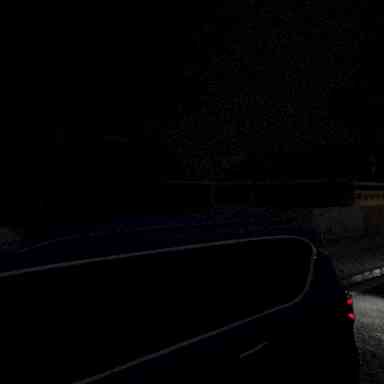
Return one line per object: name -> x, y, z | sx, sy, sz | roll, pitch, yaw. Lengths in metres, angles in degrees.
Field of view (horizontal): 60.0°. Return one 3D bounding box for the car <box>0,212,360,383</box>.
car -> -1.037, 1.235, 2.313 | 5.566, 2.045, 2.150 | 0, 0, -37
